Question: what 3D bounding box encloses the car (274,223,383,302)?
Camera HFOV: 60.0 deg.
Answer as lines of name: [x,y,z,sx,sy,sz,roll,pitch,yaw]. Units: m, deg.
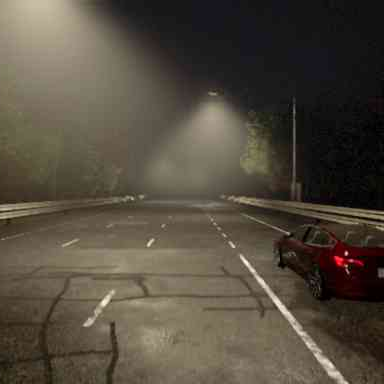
car: [3.488,1.489,8.289,2.163,1.488,4.792,0,0,-1]
